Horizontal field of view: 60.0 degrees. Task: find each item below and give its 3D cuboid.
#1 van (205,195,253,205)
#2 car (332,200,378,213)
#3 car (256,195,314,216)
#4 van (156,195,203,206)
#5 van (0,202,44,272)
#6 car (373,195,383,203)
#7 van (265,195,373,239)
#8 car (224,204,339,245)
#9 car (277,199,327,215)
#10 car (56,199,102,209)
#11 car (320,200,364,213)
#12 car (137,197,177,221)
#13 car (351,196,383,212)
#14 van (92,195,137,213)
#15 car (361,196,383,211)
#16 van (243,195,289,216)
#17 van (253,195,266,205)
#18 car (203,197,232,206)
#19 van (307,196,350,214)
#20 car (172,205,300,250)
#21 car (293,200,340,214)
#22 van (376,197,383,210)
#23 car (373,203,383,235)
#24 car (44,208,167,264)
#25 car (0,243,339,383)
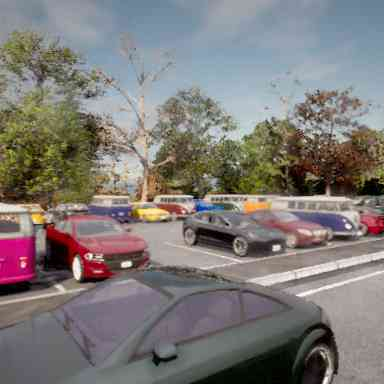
[{"bbox_3d":[3.016,1.247,30.313,1.878,1.987,4.442,0,0,-35],"label":"van"},{"bbox_3d":[21.105,1.799,43.336,2.097,1.535,5.008,1,-1,-35],"label":"car"},{"bbox_3d":[9.740,1.343,35.211,2.435,2.045,5.566,1,-1,-35],"label":"car"},{"bbox_3d":[-1.375,1.240,27.184,1.878,1.987,4.442,0,0,-35],"label":"van"},{"bbox_3d":[-5.358,1.261,8.573,1.878,1.987,4.442,0,0,-35],"label":"van"},{"bbox_3d":[10.508,1.222,19.768,2.435,2.045,5.566,1,-1,-35],"label":"car"},{"bbox_3d":[6.083,1.240,16.437,1.878,1.987,4.442,0,0,-35],"label":"van"},{"bbox_3d":[3.753,1.510,14.924,2.002,1.452,4.674,0,0,-35],"label":"car"},{"bbox_3d":[12.081,1.637,36.907,2.097,1.535,5.008,1,-1,-35],"label":"car"},{"bbox_3d":[-8.206,1.479,22.453,2.231,1.521,4.892,0,0,-35],"label":"car"},{"bbox_3d":[18.742,1.796,41.663,2.002,1.452,4.674,1,-1,-35],"label":"car"},{"bbox_3d":[-3.589,1.467,25.523,1.946,1.575,5.366,0,0,-35],"label":"car"},{"bbox_3d":[25.633,1.628,46.535,2.435,2.045,5.566,1,-1,-35],"label":"car"},{"bbox_3d":[-6.022,1.248,24.160,1.878,1.987,4.442,0,0,-35],"label":"van"},{"bbox_3d":[27.889,1.669,48.142,2.435,2.045,5.566,1,-1,-35],"label":"car"},{"bbox_3d":[7.399,1.328,33.722,1.878,1.987,4.442,1,-1,-35],"label":"van"},{"bbox_3d":[5.245,1.290,32.187,1.878,1.987,4.442,1,-1,-35],"label":"van"},{"bbox_3d":[0.811,1.461,28.891,2.097,1.535,5.008,0,0,-35],"label":"car"},{"bbox_3d":[16.423,1.490,40.150,1.878,1.987,4.442,1,-1,-35],"label":"van"},{"bbox_3d":[1.510,1.504,13.286,2.163,1.488,4.792,0,0,-35],"label":"car"},{"bbox_3d":[14.335,1.717,38.517,2.002,1.452,4.674,1,-1,-35],"label":"car"},{"bbox_3d":[30.196,1.735,49.676,1.878,1.987,4.442,1,-1,-35],"label":"van"},{"bbox_3d":[8.265,1.492,18.171,2.163,1.488,4.792,0,0,-35],"label":"car"},{"bbox_3d":[-3.032,1.482,10.093,2.097,1.535,5.008,0,0,-35],"label":"car"},{"bbox_3d":[-0.378,1.563,3.414,4.181,1.385,1.994,0,0,-35],"label":"car"}]
